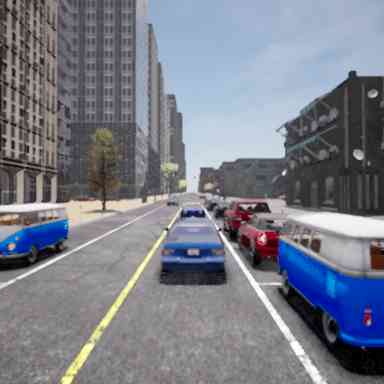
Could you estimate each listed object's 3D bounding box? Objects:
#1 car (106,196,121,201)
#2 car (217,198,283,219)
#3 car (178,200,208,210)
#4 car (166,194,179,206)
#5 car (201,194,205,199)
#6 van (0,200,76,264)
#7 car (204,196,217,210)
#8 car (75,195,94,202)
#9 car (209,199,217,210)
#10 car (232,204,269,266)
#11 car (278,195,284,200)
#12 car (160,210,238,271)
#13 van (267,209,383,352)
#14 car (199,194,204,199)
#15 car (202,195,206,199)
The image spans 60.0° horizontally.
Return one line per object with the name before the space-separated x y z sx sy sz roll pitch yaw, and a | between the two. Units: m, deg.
car | -17.300 1.505 71.430 4.206 1.307 1.802 -1 0 1
car | 2.736 1.283 16.925 2.192 1.841 5.009 1 0 0
car | 0.087 1.547 27.252 1.895 1.301 4.718 0 0 1
car | -2.986 1.438 52.174 2.033 1.411 5.357 0 0 0
car | 2.923 1.465 55.265 1.802 1.307 4.206 1 0 0
van | -5.654 1.320 11.458 1.690 1.788 3.998 1 0 0
car | 2.771 1.487 38.835 1.947 1.339 4.313 1 0 0
car | -22.984 1.418 71.495 4.097 1.590 1.967 -1 0 1
car | 2.752 1.511 27.880 1.947 1.339 4.313 1 0 0
car | 2.724 1.419 11.447 1.967 1.590 4.097 1 0 0
car | 20.808 1.084 70.997 4.829 1.417 1.752 -1 0 1
car | 0.046 1.528 10.741 2.033 1.411 5.357 0 0 0
van | 2.717 1.330 5.969 1.690 1.788 3.998 1 0 0
car | 2.869 1.227 93.227 1.967 1.590 4.097 1 0 0
car | 2.781 1.459 44.313 2.008 1.369 4.403 1 0 0
